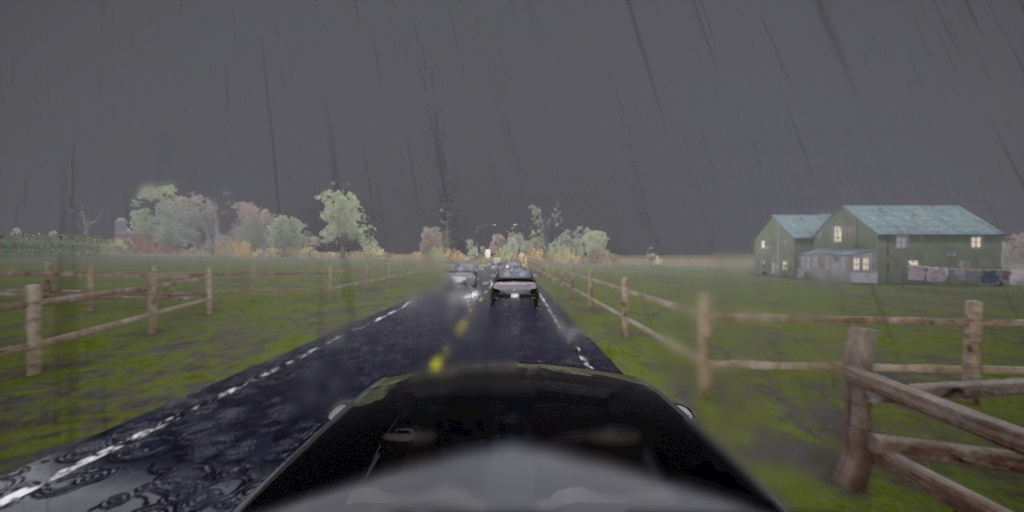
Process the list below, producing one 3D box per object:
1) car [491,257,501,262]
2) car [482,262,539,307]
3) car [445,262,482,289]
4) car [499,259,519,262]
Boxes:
[{"bbox_3d":[-2.769,0.982,63.957,2.128,1.511,4.902,0,0,1],"label":"car"},{"bbox_3d":[0.102,1.178,15.102,2.128,1.511,4.902,0,0,0],"label":"car"},{"bbox_3d":[-2.846,1.145,21.934,2.128,1.511,4.902,0,0,0],"label":"car"},{"bbox_3d":[0.105,1.146,34.334,2.033,1.411,5.357,0,0,0],"label":"car"}]
